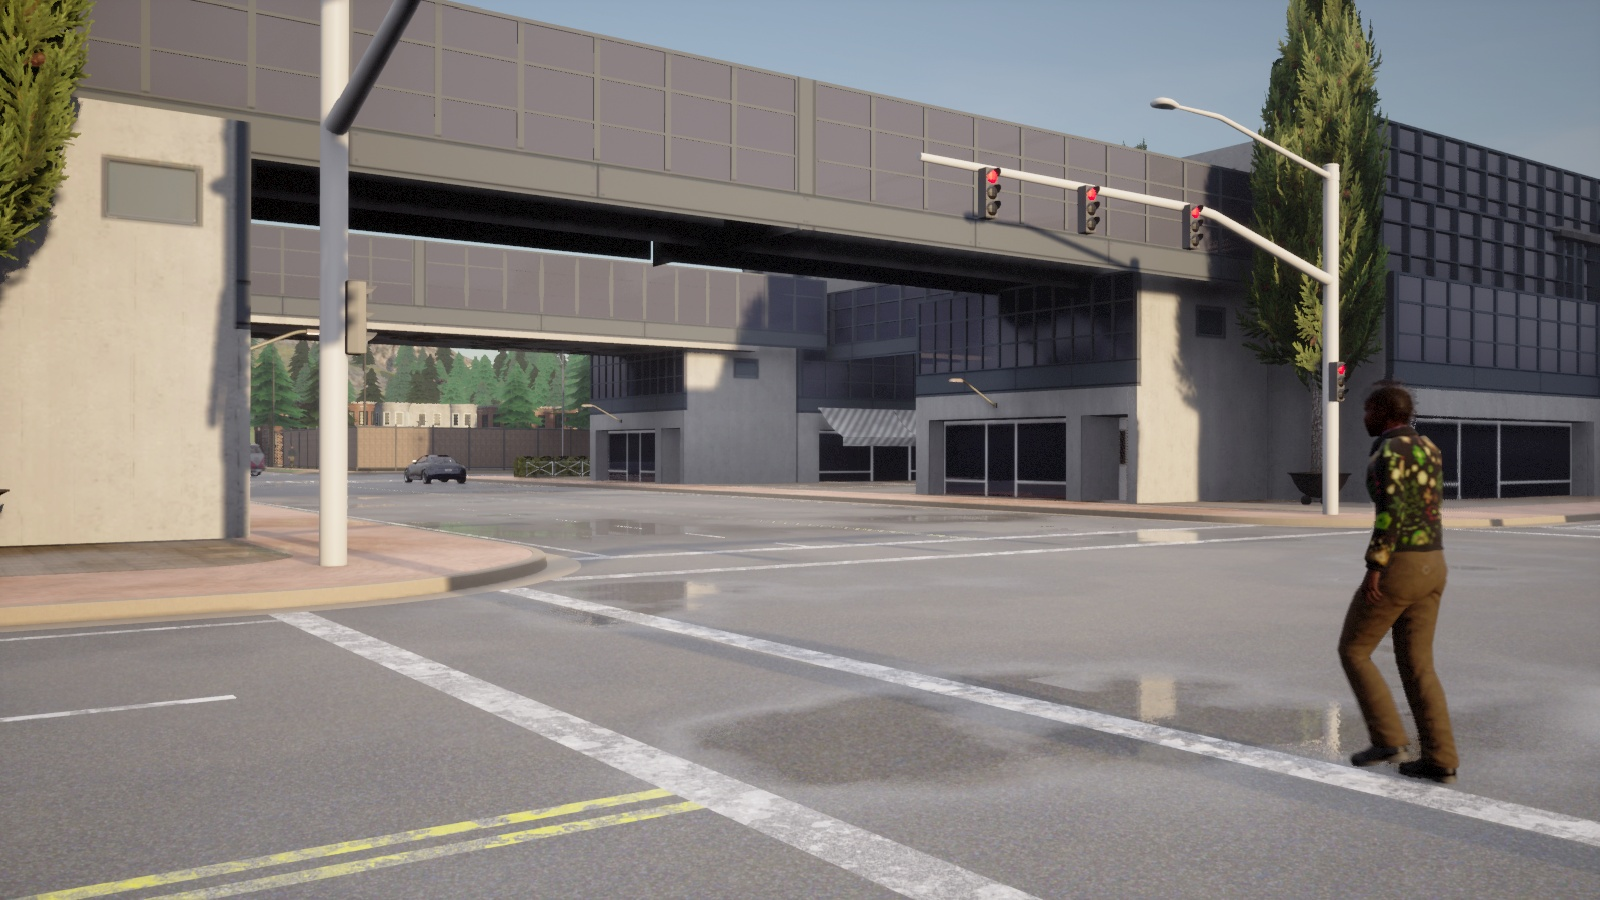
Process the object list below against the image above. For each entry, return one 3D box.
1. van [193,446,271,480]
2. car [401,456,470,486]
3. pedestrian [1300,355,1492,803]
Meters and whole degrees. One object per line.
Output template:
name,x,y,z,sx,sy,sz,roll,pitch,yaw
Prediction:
van,-33.906,0.751,74.901,4.442,1.987,1.775,0,0,25
car,-17.685,0.995,60.802,1.994,1.385,4.181,0,0,-34
pedestrian,2.743,0.555,5.809,0.395,1.930,0.692,0,0,-33
